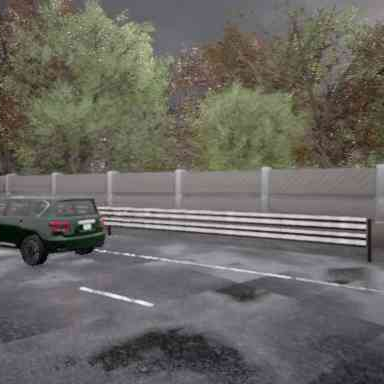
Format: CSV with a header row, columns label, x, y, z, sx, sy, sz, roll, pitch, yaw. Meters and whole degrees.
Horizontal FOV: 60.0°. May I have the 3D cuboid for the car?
label,x,y,z,sx,sy,sz,roll,pitch,yaw
car,-5.485,1.126,11.296,5.566,2.045,2.150,0,0,29
